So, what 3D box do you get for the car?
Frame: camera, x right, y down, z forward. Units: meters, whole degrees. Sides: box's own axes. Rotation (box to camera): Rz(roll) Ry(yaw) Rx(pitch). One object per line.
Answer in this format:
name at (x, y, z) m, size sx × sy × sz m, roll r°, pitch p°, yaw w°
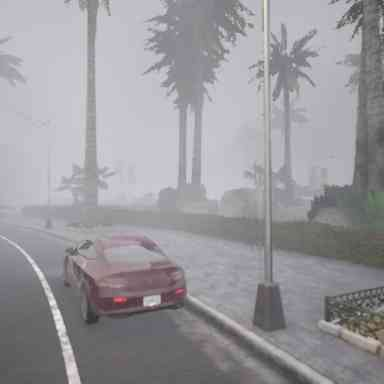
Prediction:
car at (-1.731, 1.644, 7.480) m, size 1.812 × 1.442 × 4.674 m, roll 0°, pitch -1°, yaw -28°
